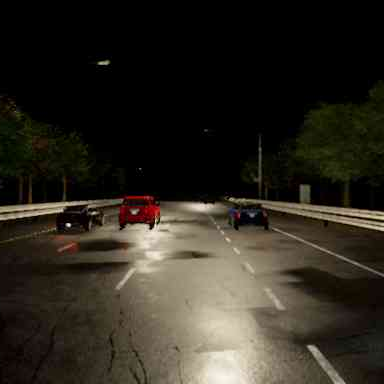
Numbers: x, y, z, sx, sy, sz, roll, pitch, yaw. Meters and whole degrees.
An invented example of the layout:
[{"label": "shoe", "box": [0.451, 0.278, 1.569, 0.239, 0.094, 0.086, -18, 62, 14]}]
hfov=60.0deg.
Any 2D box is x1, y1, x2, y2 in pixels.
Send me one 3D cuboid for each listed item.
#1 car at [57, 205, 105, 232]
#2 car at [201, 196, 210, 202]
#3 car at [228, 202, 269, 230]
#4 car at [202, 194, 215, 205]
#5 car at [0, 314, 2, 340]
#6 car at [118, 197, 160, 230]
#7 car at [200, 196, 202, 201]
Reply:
[{"label": "car", "box": [-6.896, 1.598, 21.013, 1.837, 1.490, 4.892, 0, 0, 0]}, {"label": "car", "box": [3.581, 1.927, 88.925, 2.128, 1.511, 4.902, 0, 0, 0]}, {"label": "car", "box": [3.603, 1.449, 22.025, 2.097, 1.767, 4.553, 0, 0, 0]}, {"label": "car", "box": [3.521, 1.744, 66.952, 2.033, 1.649, 4.856, 0, 0, 0]}, {"label": "car", "box": [-3.401, 1.489, 2.330, 1.882, 1.535, 5.008, 0, 0, 0]}, {"label": "car", "box": [-3.398, 1.320, 22.244, 2.150, 2.045, 5.566, 0, 0, 0]}, {"label": "car", "box": [3.545, 1.595, 77.969, 2.150, 2.045, 5.566, 0, 0, 0]}]
